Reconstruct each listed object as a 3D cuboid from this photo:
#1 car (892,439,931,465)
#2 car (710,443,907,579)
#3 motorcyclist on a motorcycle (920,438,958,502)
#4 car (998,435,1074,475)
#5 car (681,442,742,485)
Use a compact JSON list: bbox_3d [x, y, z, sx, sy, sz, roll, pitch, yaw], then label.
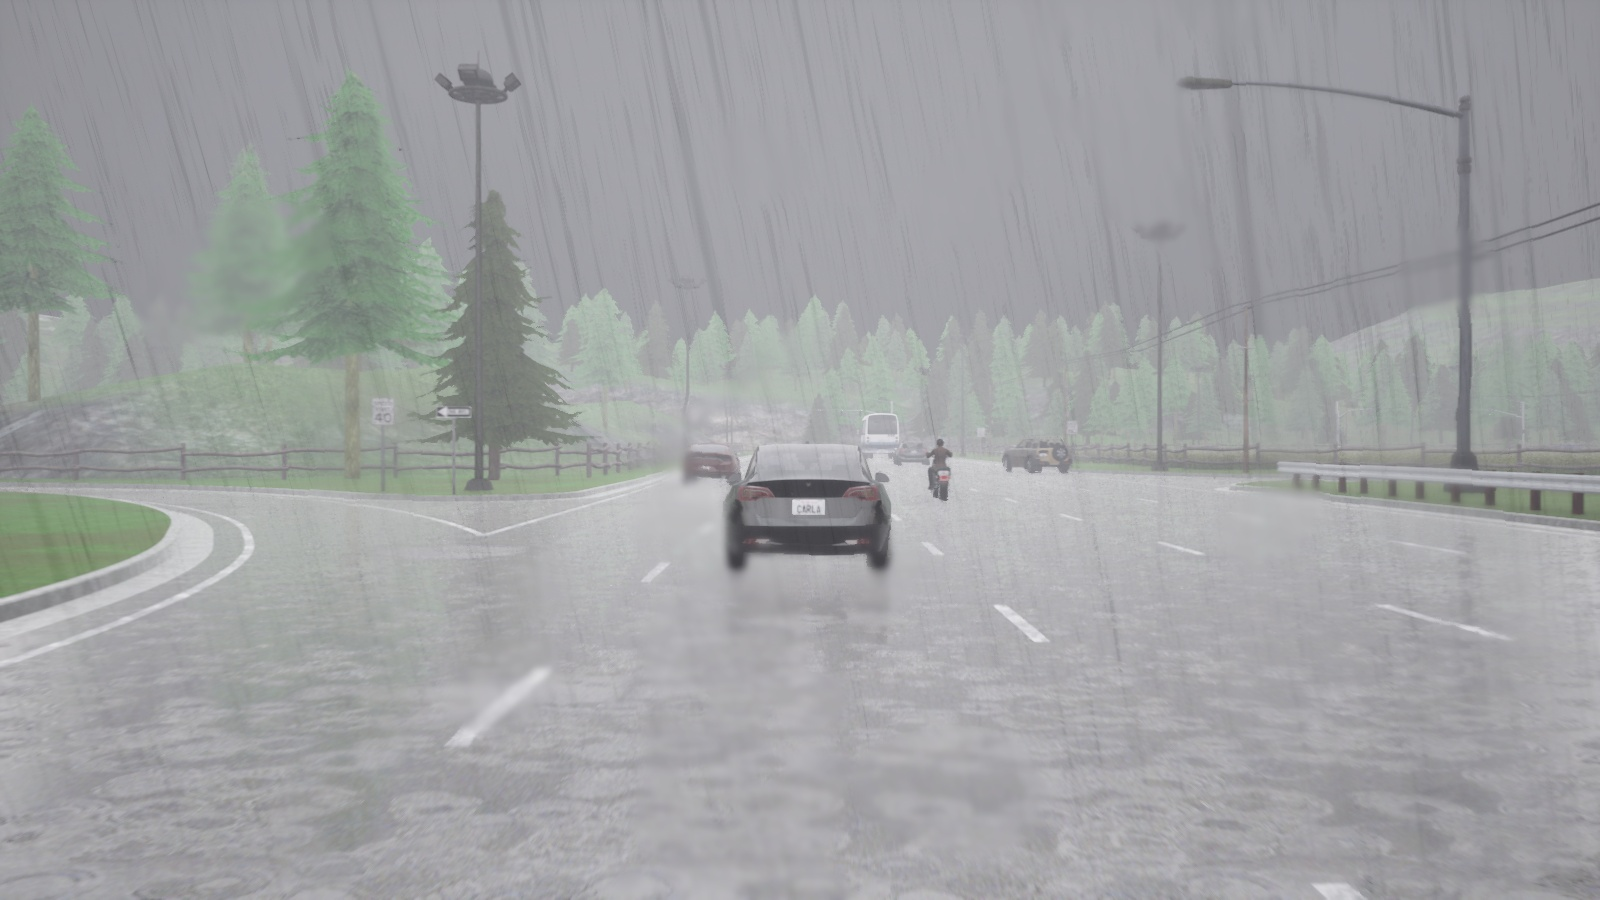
[{"bbox_3d":[7.492,0.120,84.507,2.242,1.667,4.611,0,0,0],"label":"car"},{"bbox_3d":[0.107,0.655,16.141,2.163,1.488,4.792,0,0,0],"label":"car"},{"bbox_3d":[3.704,0.511,33.542,0.766,1.649,2.350,0,0,0],"label":"motorcyclist on a motorcycle"},{"bbox_3d":[11.556,0.224,61.774,1.932,1.855,4.605,0,0,-13],"label":"car"},{"bbox_3d":[-3.223,0.460,46.459,1.882,1.535,5.008,0,0,0],"label":"car"}]
